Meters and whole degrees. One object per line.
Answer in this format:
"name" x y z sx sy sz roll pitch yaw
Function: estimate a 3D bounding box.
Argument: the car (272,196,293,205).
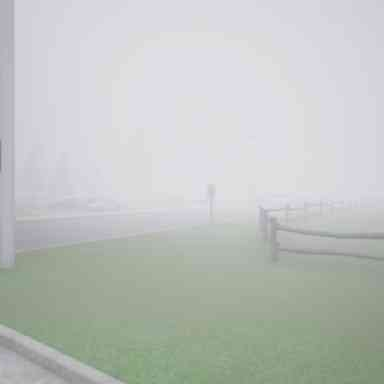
"car" 16.612 1.461 60.891 1.882 1.535 5.008 0 0 36

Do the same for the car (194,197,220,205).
"car" 2.941 1.484 55.741 1.837 1.490 4.892 0 -1 36

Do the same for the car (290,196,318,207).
"car" 16.445 1.553 48.645 1.994 1.385 4.181 0 0 36

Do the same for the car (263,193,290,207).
"car" 13.323 1.208 50.297 2.150 2.045 5.566 0 0 38

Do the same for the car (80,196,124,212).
"car" -9.802 1.504 37.600 1.812 1.442 4.674 0 0 35

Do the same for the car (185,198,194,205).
"car" 1.423 1.576 59.629 1.895 1.301 4.718 0 0 36

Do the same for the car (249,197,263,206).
"car" 10.649 1.475 52.577 2.128 1.511 4.902 0 0 36

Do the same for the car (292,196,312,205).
"car" 19.430 1.464 58.816 1.882 1.535 5.008 0 0 36

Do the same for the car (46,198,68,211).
"car" -15.691 1.478 41.391 1.837 1.490 4.892 0 0 35

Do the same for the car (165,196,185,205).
"car" -2.844 1.450 59.687 1.882 1.535 5.008 0 0 36

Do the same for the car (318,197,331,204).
"car" 22.248 1.537 56.740 2.033 1.411 5.357 0 0 36

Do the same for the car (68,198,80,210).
"car" -12.118 1.327 40.396 2.097 1.767 4.553 0 0 35
